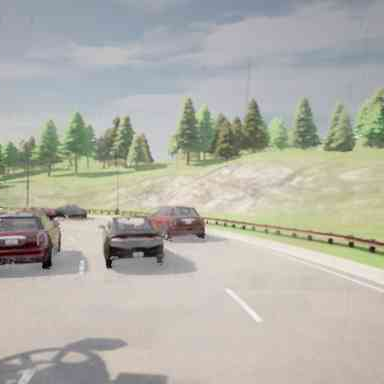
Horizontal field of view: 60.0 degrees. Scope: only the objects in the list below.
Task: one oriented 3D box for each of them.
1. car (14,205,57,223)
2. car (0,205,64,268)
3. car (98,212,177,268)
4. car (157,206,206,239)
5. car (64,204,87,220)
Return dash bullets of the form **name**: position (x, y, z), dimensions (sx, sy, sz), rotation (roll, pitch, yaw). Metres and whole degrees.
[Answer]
- **car**: position (-14.215, 1.935, 30.104), dimensions (4.718, 1.301, 1.895), rotation (-1, -1, 42)
- **car**: position (-5.816, 1.482, 11.571), dimensions (2.097, 1.767, 4.553), rotation (0, -1, -18)
- **car**: position (-2.256, 1.611, 11.948), dimensions (2.128, 1.511, 4.902), rotation (0, 0, -17)
- **car**: position (-1.052, 1.521, 18.178), dimensions (2.097, 1.767, 4.553), rotation (0, 0, -24)
- **car**: position (-12.093, 1.911, 32.711), dimensions (4.181, 1.385, 1.994), rotation (-1, -1, 42)
